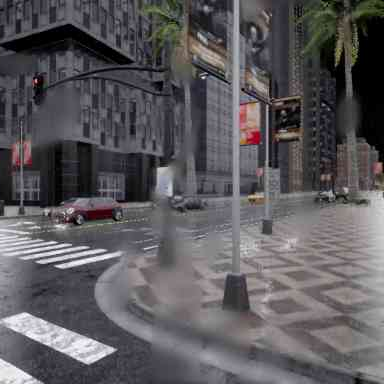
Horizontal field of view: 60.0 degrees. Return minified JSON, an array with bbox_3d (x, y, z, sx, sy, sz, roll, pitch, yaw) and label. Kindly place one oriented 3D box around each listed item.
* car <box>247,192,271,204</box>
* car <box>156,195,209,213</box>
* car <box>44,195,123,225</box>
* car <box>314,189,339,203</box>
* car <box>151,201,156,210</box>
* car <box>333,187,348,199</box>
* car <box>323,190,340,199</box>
[{"bbox_3d":[8.867,0.738,43.375,1.882,1.535,5.008,0,1,36],"label":"car"},{"bbox_3d":[-0.481,1.082,30.233,2.033,1.411,5.357,0,1,35],"label":"car"},{"bbox_3d":[-6.689,1.075,21.467,2.097,1.767,4.553,0,1,35],"label":"car"},{"bbox_3d":[17.823,0.677,44.481,1.837,1.490,4.892,0,1,35],"label":"car"},{"bbox_3d":[-2.135,1.025,33.507,1.812,1.442,4.674,0,1,35],"label":"car"},{"bbox_3d":[23.683,0.232,52.762,2.150,2.045,5.566,0,1,36],"label":"car"},{"bbox_3d":[25.768,0.353,61.321,1.882,1.535,5.008,0,1,36],"label":"car"}]
